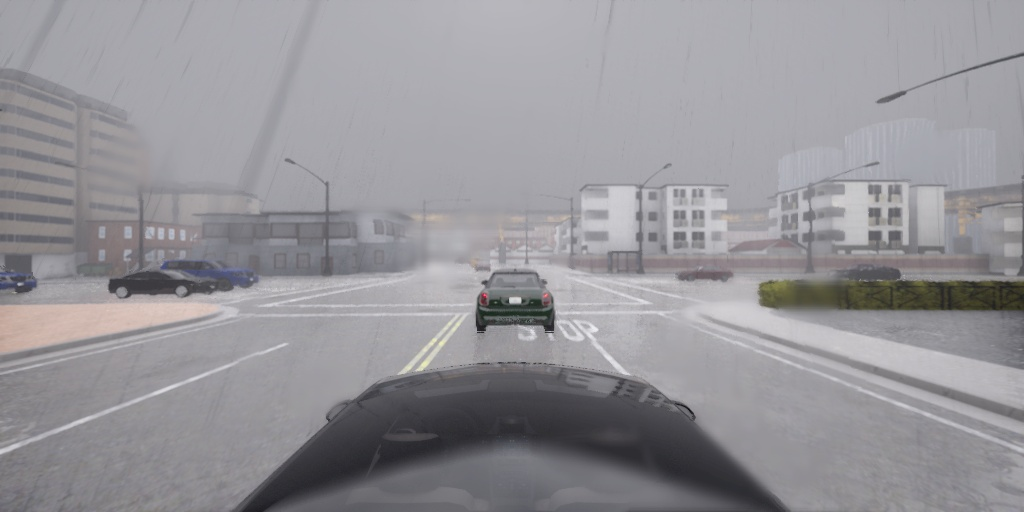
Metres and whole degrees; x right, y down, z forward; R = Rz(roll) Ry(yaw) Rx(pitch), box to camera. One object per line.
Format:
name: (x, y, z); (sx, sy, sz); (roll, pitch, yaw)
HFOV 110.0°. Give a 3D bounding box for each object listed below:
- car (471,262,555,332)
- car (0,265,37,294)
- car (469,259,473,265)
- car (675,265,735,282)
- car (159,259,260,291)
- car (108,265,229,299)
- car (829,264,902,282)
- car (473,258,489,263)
car: (0.091, 1.168, 11.211); (2.097, 1.767, 4.553); (0, -1, 0)
car: (-34.238, 1.502, 22.903); (5.566, 2.045, 2.150); (-1, 0, -1)
car: (-5.270, 1.129, 57.873); (1.882, 1.535, 5.008); (0, 1, -15)
car: (16.507, 1.473, 30.765); (4.674, 1.442, 1.812); (0, 0, 1)
car: (-19.622, 1.234, 23.254); (5.566, 2.045, 2.150); (0, 0, -1)
car: (-19.045, 1.465, 19.765); (5.008, 1.535, 1.882); (-1, 0, -1)
car: (29.755, 1.435, 30.320); (4.902, 1.511, 2.128); (0, 0, 3)
car: (-3.800, 1.293, 47.821); (1.882, 1.535, 5.008); (0, 1, -3)
